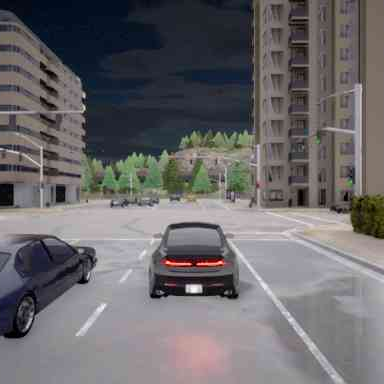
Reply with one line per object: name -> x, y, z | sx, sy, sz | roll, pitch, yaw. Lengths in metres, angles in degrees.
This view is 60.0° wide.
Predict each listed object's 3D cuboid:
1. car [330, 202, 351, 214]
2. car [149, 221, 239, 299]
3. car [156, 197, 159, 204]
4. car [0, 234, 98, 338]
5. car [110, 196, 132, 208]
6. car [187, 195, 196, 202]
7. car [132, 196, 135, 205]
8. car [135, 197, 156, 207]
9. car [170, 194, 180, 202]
car -> 17.285, 1.540, 34.580 | 5.357, 1.411, 2.033 | 0, 0, 0
car -> 0.049, 1.503, 8.445 | 1.837, 1.490, 4.892 | 0, 0, 0
car -> -7.174, 1.550, 61.895 | 1.994, 1.385, 4.181 | 0, 0, 0
car -> -3.461, 1.546, 6.516 | 2.033, 1.411, 5.357 | 0, 0, 0
car -> -10.681, 1.481, 49.016 | 2.128, 1.511, 4.902 | 0, 0, 0
car -> -0.125, 1.461, 73.854 | 1.882, 1.535, 5.008 | 0, 0, 0
car -> -10.675, 1.491, 58.287 | 1.837, 1.490, 4.892 | 0, 0, 0
car -> -7.183, 1.514, 51.982 | 1.812, 1.442, 4.674 | 0, 0, -1
car -> -3.627, 1.178, 72.903 | 2.097, 1.767, 4.553 | 0, 0, 0
